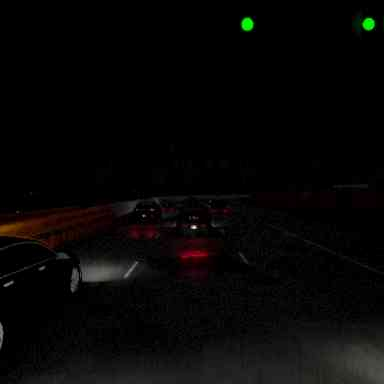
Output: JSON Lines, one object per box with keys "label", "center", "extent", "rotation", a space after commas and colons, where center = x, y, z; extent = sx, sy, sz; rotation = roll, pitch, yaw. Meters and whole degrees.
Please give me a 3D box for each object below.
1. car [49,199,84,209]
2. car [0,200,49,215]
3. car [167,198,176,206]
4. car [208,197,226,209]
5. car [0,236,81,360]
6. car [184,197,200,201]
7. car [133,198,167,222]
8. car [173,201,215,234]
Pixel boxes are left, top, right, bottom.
{"label": "car", "center": [-14.000, 1.521, 38.287], "extent": [2.033, 1.411, 5.357], "rotation": [0, 0, 0]}
{"label": "car", "center": [-14.040, 1.581, 27.626], "extent": [1.895, 1.301, 4.718], "rotation": [0, 0, 0]}
{"label": "car", "center": [-3.457, 1.567, 49.549], "extent": [1.895, 1.301, 4.718], "rotation": [0, 0, 0]}
{"label": "car", "center": [3.500, 1.447, 44.715], "extent": [1.882, 1.535, 5.008], "rotation": [0, 0, 0]}
{"label": "car", "center": [-3.399, 1.501, 5.564], "extent": [1.837, 1.490, 4.892], "rotation": [0, 0, 0]}
{"label": "car", "center": [0.012, 1.475, 46.286], "extent": [1.837, 1.490, 4.892], "rotation": [0, 0, 0]}
{"label": "car", "center": [-3.399, 1.473, 26.003], "extent": [2.128, 1.511, 4.902], "rotation": [0, 0, 0]}
{"label": "car", "center": [0.101, 1.492, 18.879], "extent": [1.837, 1.490, 4.892], "rotation": [0, 0, 0]}
